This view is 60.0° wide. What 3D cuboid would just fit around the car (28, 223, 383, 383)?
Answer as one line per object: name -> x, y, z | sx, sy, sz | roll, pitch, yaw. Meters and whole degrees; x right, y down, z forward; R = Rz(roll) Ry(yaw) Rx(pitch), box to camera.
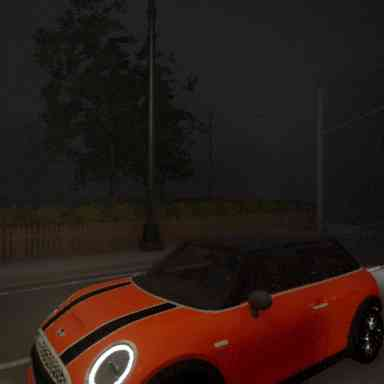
car -> 0.451, 1.359, 4.286 | 4.553, 1.767, 2.097 | 0, 0, -35
